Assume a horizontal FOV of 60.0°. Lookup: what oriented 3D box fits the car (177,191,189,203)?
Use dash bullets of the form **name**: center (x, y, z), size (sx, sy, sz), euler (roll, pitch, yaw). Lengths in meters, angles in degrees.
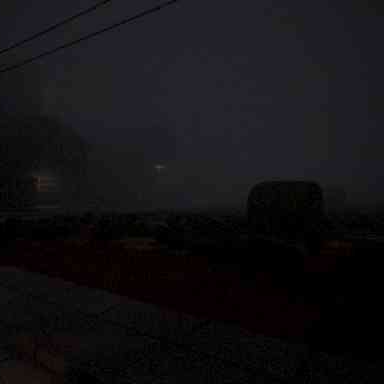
- **car**: center (-1.643, 0.876, 59.331), size (1.905, 1.878, 3.866), euler (6, 1, -8)
